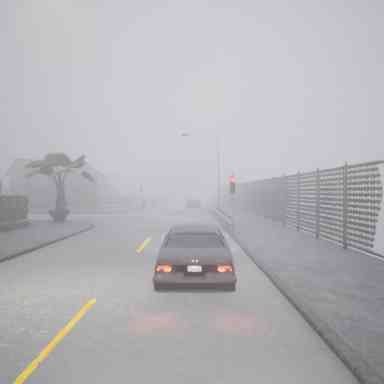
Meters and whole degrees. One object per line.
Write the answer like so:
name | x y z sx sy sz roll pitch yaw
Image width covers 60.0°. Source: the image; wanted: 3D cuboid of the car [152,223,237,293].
car | 0.072 1.545 8.994 2.033 1.411 5.357 0 0 1

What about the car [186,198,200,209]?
car | 0.148 1.553 46.242 1.994 1.385 4.181 0 0 0
